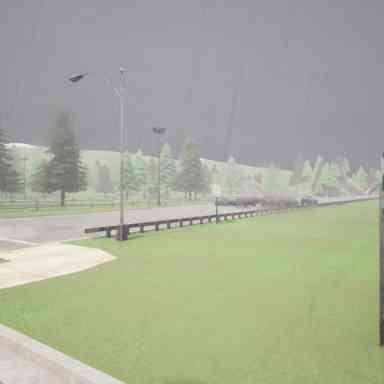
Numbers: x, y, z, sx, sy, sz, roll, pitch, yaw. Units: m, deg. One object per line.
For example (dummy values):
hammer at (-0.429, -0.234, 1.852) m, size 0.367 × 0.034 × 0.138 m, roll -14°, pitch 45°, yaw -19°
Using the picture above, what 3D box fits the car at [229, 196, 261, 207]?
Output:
car at (8.063, 1.491, 50.505) m, size 2.128 × 1.511 × 4.902 m, roll 0°, pitch 0°, yaw 35°

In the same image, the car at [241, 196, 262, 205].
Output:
car at (11.028, 1.478, 60.941) m, size 1.882 × 1.535 × 5.008 m, roll 0°, pitch 0°, yaw 35°

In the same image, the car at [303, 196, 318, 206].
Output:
car at (19.157, 1.505, 54.243) m, size 1.837 × 1.490 × 4.892 m, roll 0°, pitch 0°, yaw 35°

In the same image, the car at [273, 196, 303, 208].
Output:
car at (13.294, 1.505, 45.782) m, size 1.837 × 1.490 × 4.892 m, roll 0°, pitch 0°, yaw 35°

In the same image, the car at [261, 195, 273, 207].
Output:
car at (12.276, 1.353, 50.339) m, size 2.097 × 1.767 × 4.553 m, roll 0°, pitch 0°, yaw 35°

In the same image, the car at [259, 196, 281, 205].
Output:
car at (13.896, 1.491, 58.935) m, size 2.128 × 1.511 × 4.902 m, roll 0°, pitch 0°, yaw 35°

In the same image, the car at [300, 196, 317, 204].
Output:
car at (23.076, 1.526, 65.773) m, size 1.812 × 1.442 × 4.674 m, roll 0°, pitch 0°, yaw 35°

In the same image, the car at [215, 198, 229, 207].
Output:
car at (5.366, 1.564, 52.742) m, size 1.994 × 1.385 × 4.181 m, roll 0°, pitch 0°, yaw 35°
